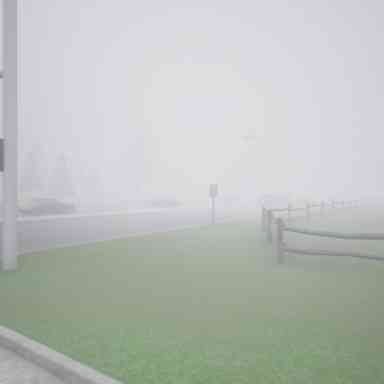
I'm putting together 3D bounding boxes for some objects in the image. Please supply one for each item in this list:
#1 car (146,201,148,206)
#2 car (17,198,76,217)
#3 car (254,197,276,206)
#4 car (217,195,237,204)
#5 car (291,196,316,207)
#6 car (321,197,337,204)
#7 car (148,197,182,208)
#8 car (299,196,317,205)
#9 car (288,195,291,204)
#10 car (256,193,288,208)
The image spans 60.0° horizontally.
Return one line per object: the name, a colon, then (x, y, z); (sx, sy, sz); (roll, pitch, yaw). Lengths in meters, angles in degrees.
car: (-4.940, 1.478, 50.532); (2.128, 1.511, 4.902); (0, 0, 35)
car: (-13.732, 1.535, 31.681); (2.033, 1.411, 5.357); (0, 0, 35)
car: (12.084, 1.555, 54.570); (1.994, 1.385, 4.181); (0, 0, 36)
car: (6.408, 1.406, 60.469); (1.837, 1.490, 4.892); (0, 0, 36)
car: (16.760, 1.472, 48.946); (1.882, 1.535, 5.008); (0, 0, 35)
car: (24.570, 1.558, 59.746); (1.994, 1.385, 4.181); (0, 0, 36)
car: (-3.485, 1.589, 46.497); (1.895, 1.301, 4.718); (0, 0, 35)
car: (21.419, 1.497, 61.365); (1.837, 1.490, 4.892); (0, 0, 36)
car: (16.582, 1.213, 60.848); (2.150, 2.045, 5.566); (0, 0, 36)
car: (11.299, 1.214, 47.292); (2.150, 2.045, 5.566); (0, 0, 35)
